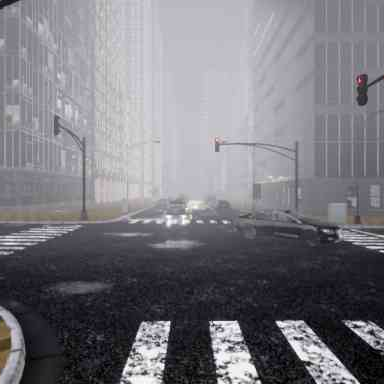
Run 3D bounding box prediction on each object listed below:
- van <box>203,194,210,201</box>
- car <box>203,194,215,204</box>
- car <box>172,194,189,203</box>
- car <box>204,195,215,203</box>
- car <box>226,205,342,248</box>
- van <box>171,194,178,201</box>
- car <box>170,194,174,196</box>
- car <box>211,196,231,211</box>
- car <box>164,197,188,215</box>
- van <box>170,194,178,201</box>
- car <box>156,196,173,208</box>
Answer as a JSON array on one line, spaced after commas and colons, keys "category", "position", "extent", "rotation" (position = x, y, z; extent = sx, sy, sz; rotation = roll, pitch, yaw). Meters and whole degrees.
[{"category": "van", "position": [3.502, 1.321, 80.486], "extent": [1.690, 1.788, 3.998], "rotation": [0, 0, 0]}, {"category": "car", "position": [3.616, 1.313, 63.903], "extent": [2.192, 1.841, 5.009], "rotation": [0, 0, 0]}, {"category": "car", "position": [-1.703, 1.513, 50.945], "extent": [1.837, 1.490, 4.892], "rotation": [0, 0, 0]}, {"category": "car", "position": [3.578, 1.432, 69.432], "extent": [1.967, 1.590, 4.097], "rotation": [0, 0, 0]}, {"category": "car", "position": [4.390, 1.576, 15.693], "extent": [4.902, 1.511, 2.128], "rotation": [2, 1, 37]}, {"category": "van", "position": [-4.416, 1.315, 85.960], "extent": [1.690, 1.788, 3.998], "rotation": [0, 0, 0]}, {"category": "car", "position": [-4.264, 1.564, 63.850], "extent": [1.947, 1.339, 4.313], "rotation": [0, 0, 0]}, {"category": "car", "position": [3.817, 1.579, 41.795], "extent": [1.947, 1.339, 4.313], "rotation": [0, 0, 0]}, {"category": "car", "position": [-1.600, 1.542, 34.525], "extent": [1.812, 1.442, 4.674], "rotation": [0, 0, 0]}, {"category": "van", "position": [-4.378, 1.321, 80.432], "extent": [1.690, 1.788, 3.998], "rotation": [0, 0, 0]}, {"category": "car", "position": [-4.150, 1.592, 47.267], "extent": [1.802, 1.307, 4.206], "rotation": [0, 0, 0]}]
